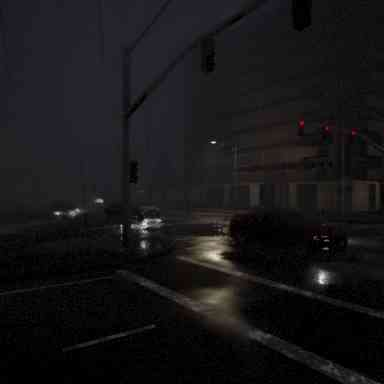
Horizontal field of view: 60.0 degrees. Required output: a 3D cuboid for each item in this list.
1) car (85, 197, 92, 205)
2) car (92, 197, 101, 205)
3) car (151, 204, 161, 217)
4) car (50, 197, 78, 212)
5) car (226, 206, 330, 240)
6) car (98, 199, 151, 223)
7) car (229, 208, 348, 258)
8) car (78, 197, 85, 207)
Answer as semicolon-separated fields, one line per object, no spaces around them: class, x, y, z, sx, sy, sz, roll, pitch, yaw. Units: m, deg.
car;-20.010;1.547;58.895;2.128;1.511;4.902;0;0;-35
car;-18.061;1.581;62.202;1.812;1.442;4.674;0;0;-34
car;-4.685;1.581;31.023;1.812;1.442;4.674;0;0;-36
car;-16.035;1.533;40.922;1.882;1.535;5.008;0;0;-35
car;4.556;1.594;18.421;2.033;1.411;5.357;0;0;-40
car;-5.407;1.562;25.970;1.837;1.490;4.892;0;0;-35
car;3.622;1.504;13.289;1.882;1.535;5.008;0;0;-35
car;-18.444;1.548;50.437;2.128;1.511;4.902;0;0;-35
